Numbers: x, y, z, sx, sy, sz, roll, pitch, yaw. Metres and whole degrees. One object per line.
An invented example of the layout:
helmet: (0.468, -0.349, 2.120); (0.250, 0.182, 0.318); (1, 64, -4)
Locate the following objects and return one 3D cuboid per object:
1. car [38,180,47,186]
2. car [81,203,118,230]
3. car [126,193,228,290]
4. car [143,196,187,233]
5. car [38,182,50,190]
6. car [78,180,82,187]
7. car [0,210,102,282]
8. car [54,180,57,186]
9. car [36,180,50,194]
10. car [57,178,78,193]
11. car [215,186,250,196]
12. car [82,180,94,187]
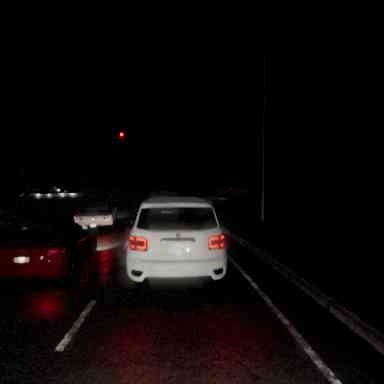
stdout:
car: (-36.777, -2.154, 81.795); (2.033, 1.411, 5.357); (-1, 3, -25)
car: (-5.114, 1.249, 18.224); (1.895, 1.301, 4.718); (0, 2, -9)
car: (-0.475, 1.121, 9.078); (2.150, 2.045, 5.566); (0, 1, -4)
car: (-1.663, 1.117, 18.675); (2.128, 1.511, 4.902); (0, 2, -9)
car: (-30.054, -1.300, 67.333); (2.033, 1.411, 5.357); (-1, 3, -25)
car: (-28.906, -2.308, 81.454); (2.150, 2.045, 5.566); (-1, 3, -25)
car: (-4.035, 1.464, 9.505); (1.994, 1.385, 4.181); (0, 1, -5)
car: (-26.993, -1.374, 69.050); (1.994, 1.385, 4.181); (-1, 3, -25)
car: (-23.548, -0.624, 52.837); (1.882, 1.535, 5.008); (-1, 3, -23)
car: (-20.476, -0.968, 54.560); (2.150, 2.045, 5.566); (-1, 3, -22)
car: (5.502, -0.042, 45.091); (5.008, 1.535, 1.882); (0, 3, -22)
car: (-25.718, -2.067, 82.913); (2.033, 1.411, 5.357); (-1, 3, -25)
